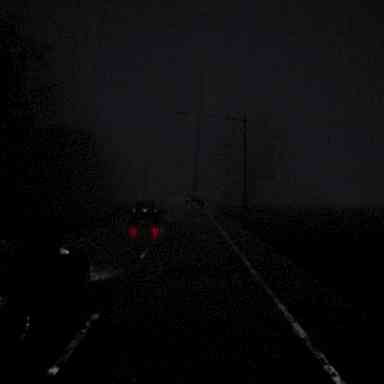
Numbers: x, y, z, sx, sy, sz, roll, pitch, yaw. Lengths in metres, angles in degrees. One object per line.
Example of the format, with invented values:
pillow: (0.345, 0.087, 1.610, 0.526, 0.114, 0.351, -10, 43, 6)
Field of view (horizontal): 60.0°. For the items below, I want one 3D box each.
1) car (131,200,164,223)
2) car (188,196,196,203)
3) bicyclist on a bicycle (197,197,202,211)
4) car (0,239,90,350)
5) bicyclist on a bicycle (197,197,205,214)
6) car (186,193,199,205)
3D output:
car: (-3.401, 1.372, 26.105, 2.097, 1.767, 4.553, 0, 0, 0)
car: (0.003, 1.584, 74.656, 1.812, 1.442, 4.674, 0, 0, 0)
bicyclist on a bicycle: (0.966, 1.485, 41.651, 0.582, 1.620, 1.656, 0, 0, 0)
car: (-3.401, 1.569, 6.214, 1.994, 1.385, 4.181, 0, 0, 0)
bicyclist on a bicycle: (0.967, 1.396, 32.859, 0.659, 1.776, 1.843, 0, 0, 0)
car: (0.080, 1.265, 58.055, 2.150, 2.045, 5.566, 0, 0, 0)
